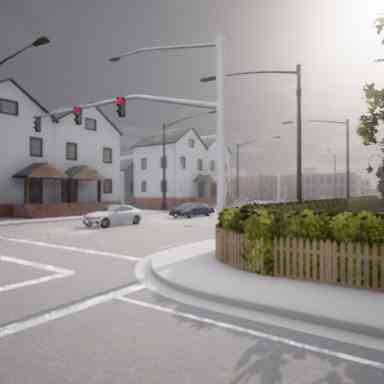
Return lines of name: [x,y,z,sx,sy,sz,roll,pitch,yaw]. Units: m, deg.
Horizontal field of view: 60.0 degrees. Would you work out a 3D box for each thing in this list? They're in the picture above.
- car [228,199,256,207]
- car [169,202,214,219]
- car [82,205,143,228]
car: [5.966,1.592,39.694,2.128,1.511,4.902,0,0,35]
car: [0.081,1.648,31.210,2.033,1.411,5.357,0,0,35]
car: [-5.414,1.625,23.267,1.812,1.442,4.674,0,0,35]
